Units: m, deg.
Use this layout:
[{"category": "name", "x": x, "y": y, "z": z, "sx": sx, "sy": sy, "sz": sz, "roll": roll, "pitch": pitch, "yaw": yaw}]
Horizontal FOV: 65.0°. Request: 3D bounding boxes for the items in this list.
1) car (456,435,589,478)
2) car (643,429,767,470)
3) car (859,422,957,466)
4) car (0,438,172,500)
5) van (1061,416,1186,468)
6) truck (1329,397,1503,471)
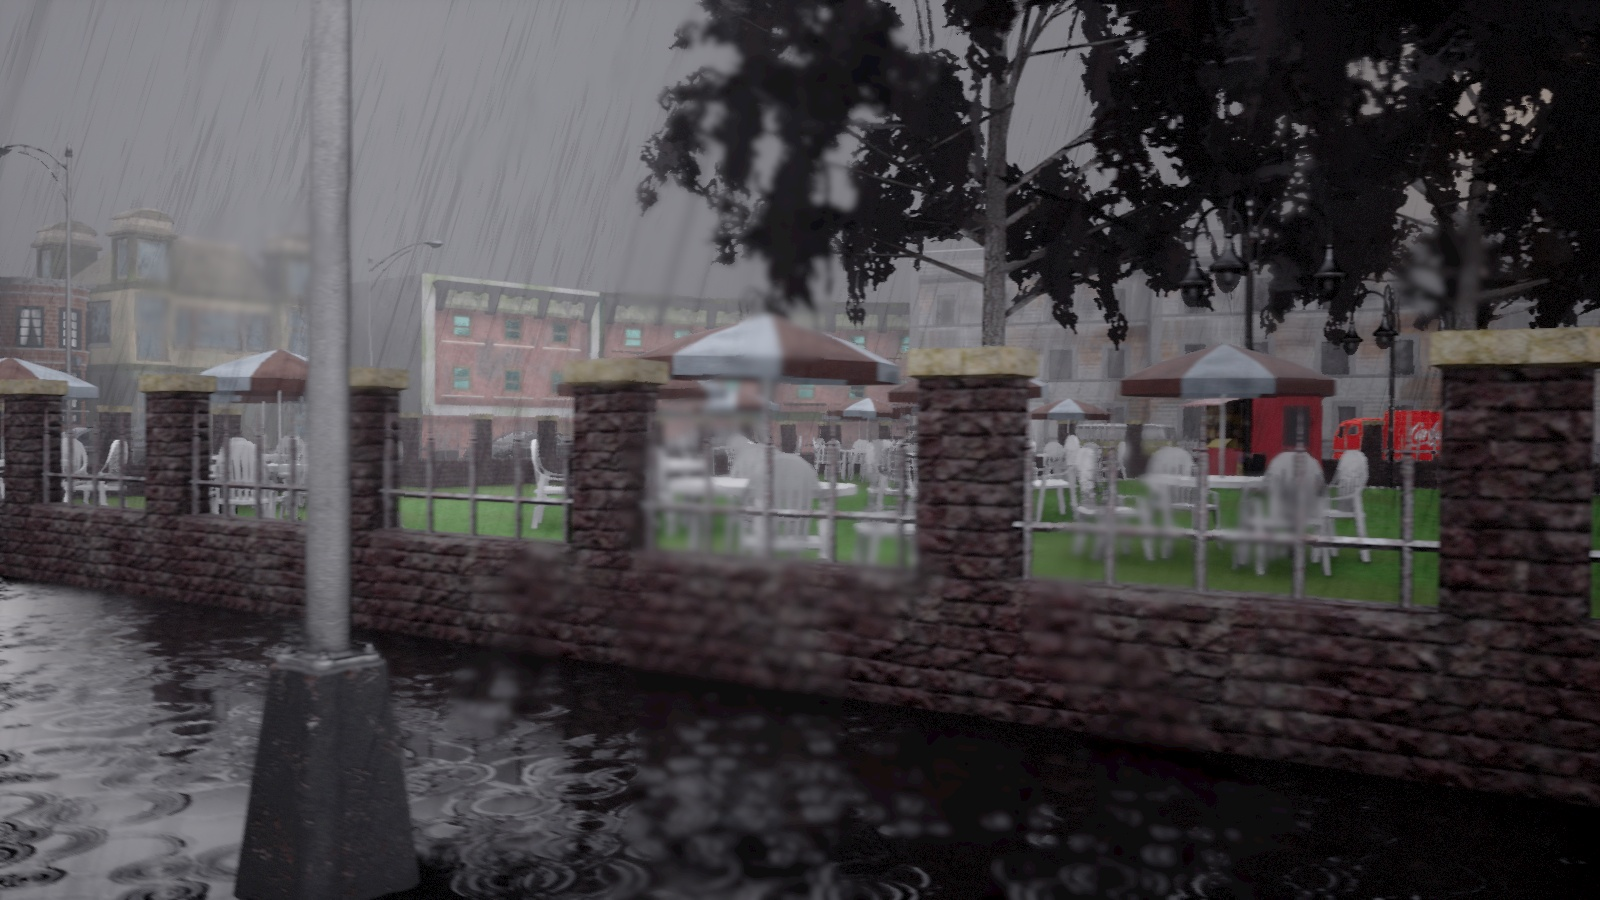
[{"category": "car", "x": -10.244, "y": 0.191, "z": 46.773, "sx": 1.837, "sy": 1.490, "sz": 4.892, "roll": 0, "pitch": 1, "yaw": 34}, {"category": "car", "x": -4.069, "y": -0.035, "z": 53.843, "sx": 4.856, "sy": 1.649, "sz": 2.033, "roll": -1, "pitch": 1, "yaw": -25}, {"category": "car", "x": 4.724, "y": -0.262, "z": 54.833, "sx": 3.866, "sy": 1.878, "sz": 1.905, "roll": 0, "pitch": 1, "yaw": 23}, {"category": "car", "x": -19.043, "y": 0.461, "z": 33.479, "sx": 1.845, "sy": 1.501, "sz": 3.633, "roll": 0, "pitch": 1, "yaw": 34}, {"category": "van", "x": 12.850, "y": -0.315, "z": 49.986, "sx": 4.442, "sy": 1.987, "sz": 1.775, "roll": 0, "pitch": 1, "yaw": 33}, {"category": "truck", "x": 21.639, "y": -0.554, "z": 44.162, "sx": 5.204, "sy": 2.467, "sz": 2.627, "roll": 0, "pitch": 1, "yaw": 33}]
